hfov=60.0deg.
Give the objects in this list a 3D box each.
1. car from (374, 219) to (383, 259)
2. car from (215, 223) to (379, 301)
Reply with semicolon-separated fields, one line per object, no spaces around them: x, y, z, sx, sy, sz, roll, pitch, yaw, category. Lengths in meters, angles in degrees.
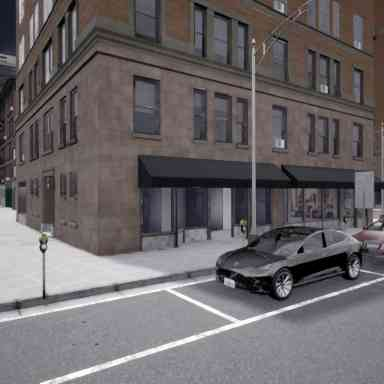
7.057;1.581;11.549;4.206;1.307;1.802;0;0;-35;car
2.574;1.565;8.360;4.313;1.339;1.947;0;0;-35;car
